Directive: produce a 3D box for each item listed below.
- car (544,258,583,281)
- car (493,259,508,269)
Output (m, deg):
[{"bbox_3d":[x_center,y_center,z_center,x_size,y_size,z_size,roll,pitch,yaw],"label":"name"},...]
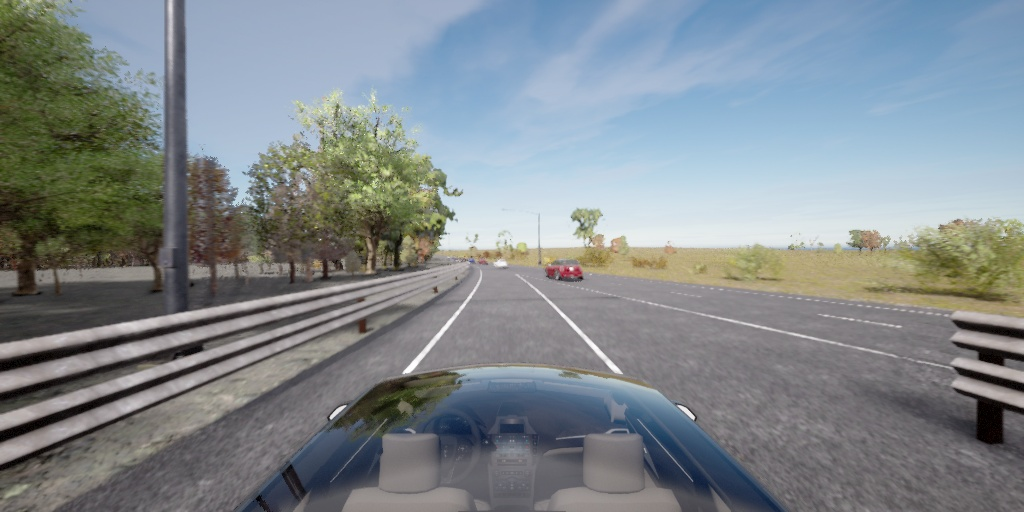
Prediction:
[{"bbox_3d":[4.180,1.044,29.769,2.097,1.767,4.553,0,0,-12],"label":"car"},{"bbox_3d":[-1.853,1.273,58.134,1.812,1.442,4.674,0,0,-12],"label":"car"}]
